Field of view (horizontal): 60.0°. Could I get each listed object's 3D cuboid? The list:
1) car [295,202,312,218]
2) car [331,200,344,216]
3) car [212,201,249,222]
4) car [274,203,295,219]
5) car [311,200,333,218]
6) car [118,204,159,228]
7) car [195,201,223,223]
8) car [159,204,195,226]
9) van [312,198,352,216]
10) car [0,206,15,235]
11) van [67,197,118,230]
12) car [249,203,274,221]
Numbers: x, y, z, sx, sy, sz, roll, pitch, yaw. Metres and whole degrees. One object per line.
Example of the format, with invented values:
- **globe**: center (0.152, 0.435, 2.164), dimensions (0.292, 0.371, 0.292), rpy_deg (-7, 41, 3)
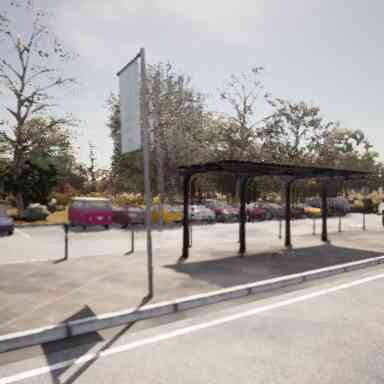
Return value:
- **car**: center (9.002, 1.841, 33.198), dimensions (2.163, 1.488, 4.792), rpy_deg (1, -1, -36)
- **car**: center (13.516, 1.911, 36.429), dimensions (2.163, 1.488, 4.792), rpy_deg (1, -1, -36)
- **car**: center (2.233, 1.581, 28.356), dimensions (2.185, 1.767, 4.553), rpy_deg (1, -1, -36)
- **car**: center (6.767, 1.777, 31.555), dimensions (2.231, 1.521, 4.892), rpy_deg (1, -1, -36)
- **car**: center (11.384, 1.843, 34.638), dimensions (1.946, 1.575, 5.366), rpy_deg (1, -1, -36)
- **car**: center (-4.521, 1.645, 23.480), dimensions (2.002, 1.452, 4.674), rpy_deg (1, 0, -36)
- **car**: center (-0.006, 1.713, 26.712), dimensions (2.002, 1.452, 4.674), rpy_deg (1, -1, -36)
- **car**: center (-2.261, 1.638, 25.095), dimensions (2.097, 1.535, 5.008), rpy_deg (1, -1, -36)
- **van**: center (15.860, 1.692, 37.926), dimensions (1.878, 1.987, 4.442), rpy_deg (1, -1, -36)
- **car**: center (-11.275, 1.534, 18.614), dimensions (2.163, 1.488, 4.792), rpy_deg (1, 0, -36)
- **van**: center (-6.844, 1.345, 21.964), dimensions (1.878, 1.987, 4.442), rpy_deg (1, 0, -36)
- **car**: center (4.504, 1.741, 29.950), dimensions (2.097, 1.535, 5.008), rpy_deg (1, -1, -36)
